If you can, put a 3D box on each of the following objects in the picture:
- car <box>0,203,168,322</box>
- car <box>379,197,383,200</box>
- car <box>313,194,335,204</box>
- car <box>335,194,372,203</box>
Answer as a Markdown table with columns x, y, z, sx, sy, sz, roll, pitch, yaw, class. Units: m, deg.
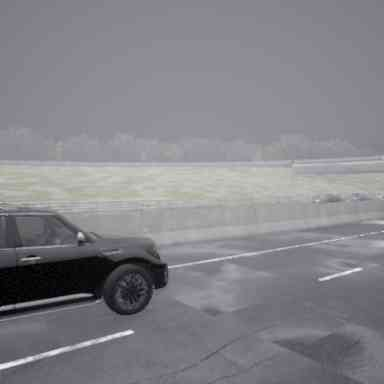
| x | y | z | sx | sy | sz | roll | pitch | yaw | class |
| --- | --- | --- | --- | --- | --- | --- | --- | --- | --- |
| -3.129 | 1.220 | 5.812 | 5.566 | 2.045 | 2.150 | 0 | 0 | -36 | car |
| 23.431 | 0.916 | 38.476 | 5.008 | 1.535 | 1.882 | -1 | 1 | -36 | car |
| 17.546 | 0.971 | 42.848 | 4.902 | 1.511 | 2.128 | -1 | 1 | -36 | car |
| 19.950 | 0.964 | 40.271 | 4.902 | 1.511 | 2.128 | -1 | 1 | -36 | car |
